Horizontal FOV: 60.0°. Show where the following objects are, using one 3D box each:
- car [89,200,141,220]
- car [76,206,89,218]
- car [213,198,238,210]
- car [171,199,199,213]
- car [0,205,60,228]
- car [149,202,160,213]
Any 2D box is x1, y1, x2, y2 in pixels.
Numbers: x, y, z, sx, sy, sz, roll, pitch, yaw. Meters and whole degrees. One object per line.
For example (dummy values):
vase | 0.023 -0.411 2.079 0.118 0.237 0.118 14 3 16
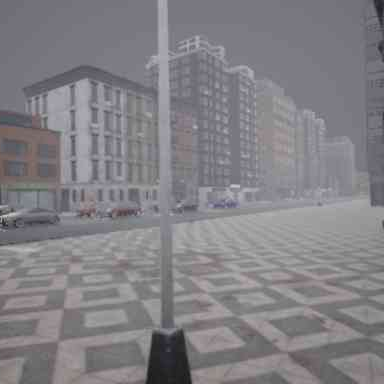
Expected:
car | -6.996 1.617 31.659 2.097 1.767 4.553 -1 -1 35
car | -9.371 1.809 33.918 1.882 1.535 5.008 -1 -1 35
car | 4.946 1.697 48.347 1.882 1.535 5.008 -1 -1 36
car | -1.070 1.595 39.970 2.097 1.767 4.553 -1 -1 35
car | -11.992 1.847 24.632 1.994 1.385 4.181 -1 -1 35
car | -3.302 1.786 42.430 1.882 1.535 5.008 -1 -1 36
